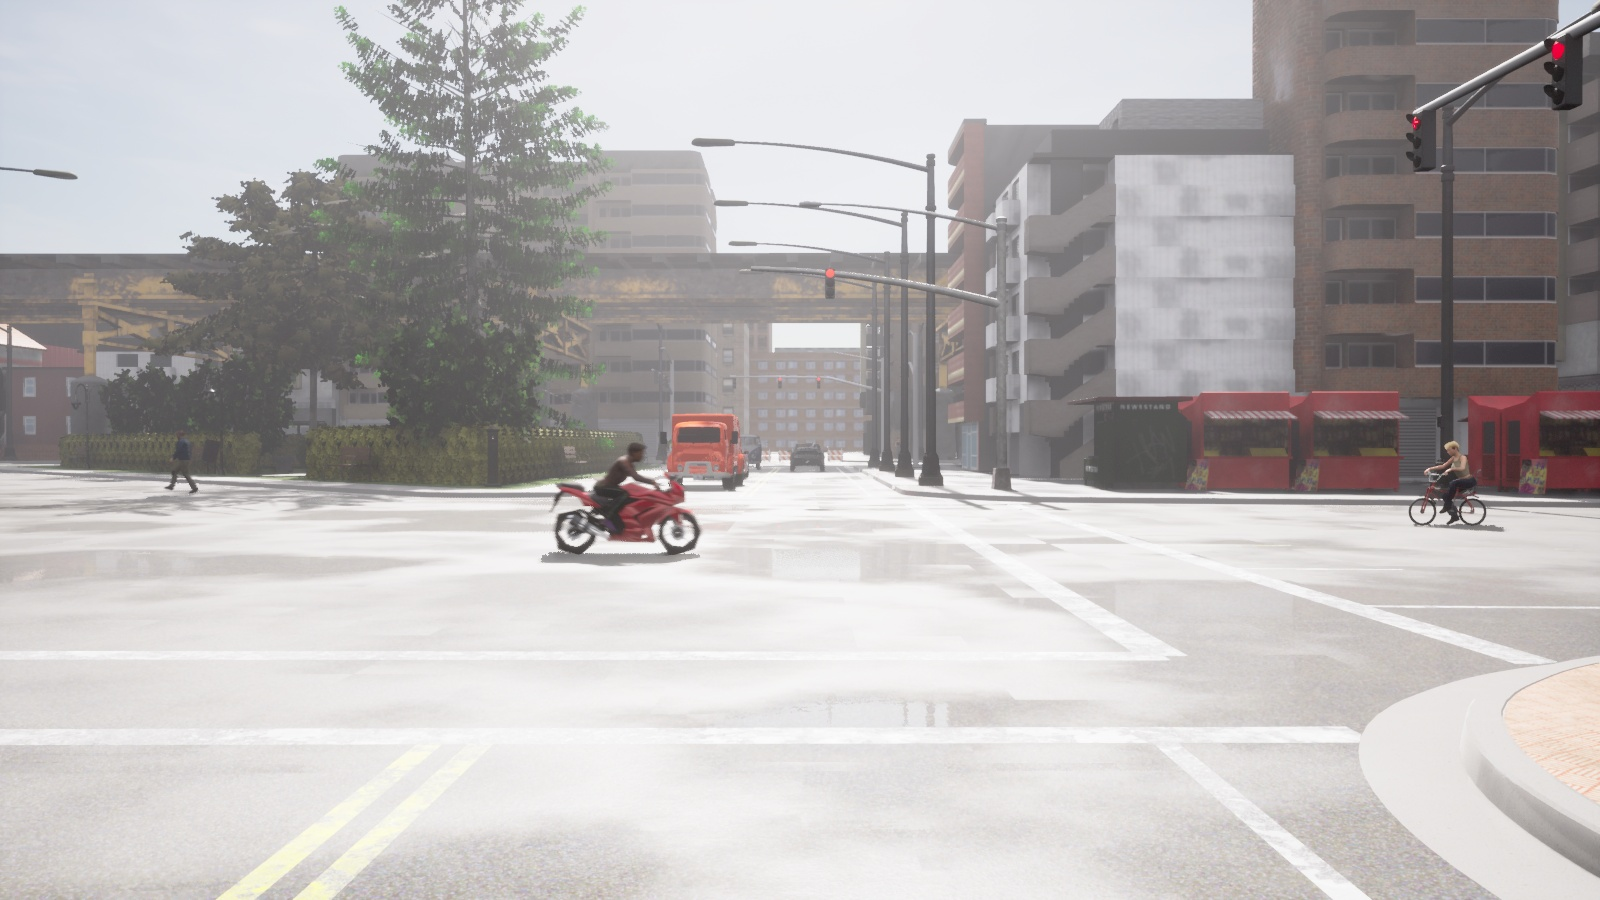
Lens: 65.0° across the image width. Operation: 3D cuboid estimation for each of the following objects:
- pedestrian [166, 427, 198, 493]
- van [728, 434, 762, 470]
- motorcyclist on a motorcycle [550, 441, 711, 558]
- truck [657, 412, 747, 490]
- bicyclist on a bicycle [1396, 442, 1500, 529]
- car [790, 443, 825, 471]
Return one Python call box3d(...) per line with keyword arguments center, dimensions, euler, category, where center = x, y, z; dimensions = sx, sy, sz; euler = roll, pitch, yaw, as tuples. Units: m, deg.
box3d(center=(-17.491, 0.279, 35.543), dimensions=(0.726, 1.842, 0.402), euler=(0, 0, -6), category="pedestrian")
box3d(center=(-3.076, 0.096, 70.954), dimensions=(1.775, 1.987, 4.442), euler=(0, 0, 0), category="van")
box3d(center=(-2.247, 0.651, 16.867), dimensions=(2.044, 1.523, 0.797), euler=(0, 0, 0), category="motorcyclist on a motorcycle")
box3d(center=(-3.240, 0.017, 42.607), dimensions=(2.627, 2.467, 5.204), euler=(0, 0, 0), category="truck")
box3d(center=(12.324, 0.658, 23.903), dimensions=(1.509, 1.612, 0.866), euler=(1, 0, -1), category="bicyclist on a bicycle")
box3d(center=(0.406, 0.366, 68.269), dimensions=(1.837, 1.490, 4.892), euler=(0, 0, 0), category="car")
